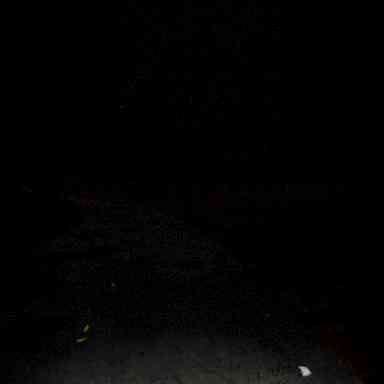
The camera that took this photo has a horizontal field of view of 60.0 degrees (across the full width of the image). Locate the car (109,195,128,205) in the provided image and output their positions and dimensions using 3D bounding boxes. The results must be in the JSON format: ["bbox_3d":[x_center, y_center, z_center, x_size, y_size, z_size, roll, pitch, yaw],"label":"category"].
[{"bbox_3d":[-10.412,1.085,46.849,2.033,1.411,5.357,0,1,-24],"label":"car"}]

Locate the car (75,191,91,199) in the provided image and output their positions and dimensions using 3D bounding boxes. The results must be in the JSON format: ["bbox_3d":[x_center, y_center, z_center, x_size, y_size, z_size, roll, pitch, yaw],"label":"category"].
[{"bbox_3d":[-21.656,0.527,66.252,1.812,1.442,4.674,-1,2,-35],"label":"car"}]
